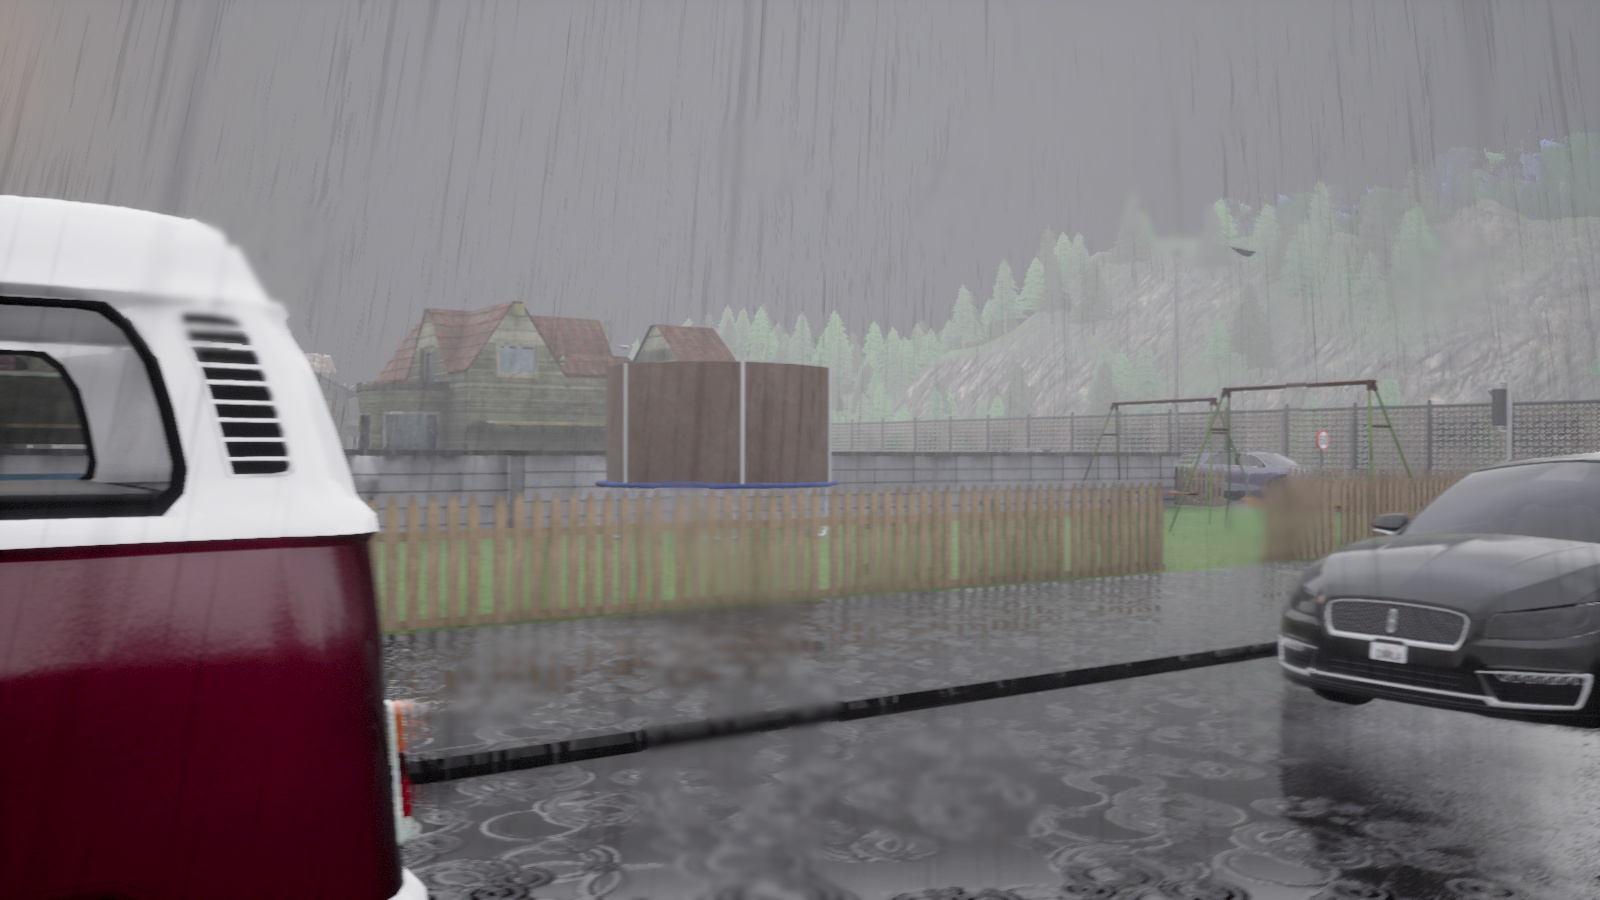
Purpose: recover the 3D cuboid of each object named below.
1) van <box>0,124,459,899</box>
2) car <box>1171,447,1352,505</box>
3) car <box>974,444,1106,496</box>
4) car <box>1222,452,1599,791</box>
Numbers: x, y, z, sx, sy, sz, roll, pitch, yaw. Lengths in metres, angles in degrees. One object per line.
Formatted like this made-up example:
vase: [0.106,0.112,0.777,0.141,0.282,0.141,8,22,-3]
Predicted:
van: [-3.117,0.480,2.100,4.480,2.038,2.069,0,0,-35]
car: [13.853,0.739,37.980,2.033,1.649,4.856,0,0,-35]
car: [8.625,0.697,45.490,2.097,1.767,4.553,0,0,-35]
car: [4.900,0.758,7.681,4.892,1.490,1.837,0,0,-35]
